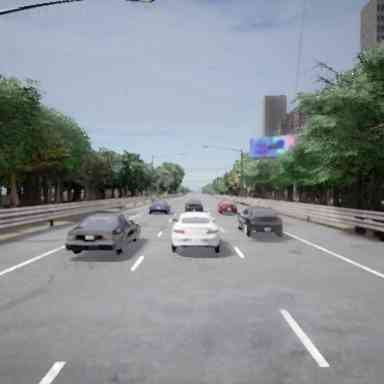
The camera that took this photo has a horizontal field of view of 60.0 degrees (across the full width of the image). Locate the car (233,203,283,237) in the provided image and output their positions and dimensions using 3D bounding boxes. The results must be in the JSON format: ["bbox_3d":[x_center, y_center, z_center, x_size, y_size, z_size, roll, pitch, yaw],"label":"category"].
[{"bbox_3d":[3.657,1.548,18.433,1.837,1.490,4.892,0,0,0],"label":"car"}]

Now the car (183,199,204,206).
[{"bbox_3d":[0.209,1.508,34.463,1.837,1.490,4.892,0,0,0],"label":"car"}]

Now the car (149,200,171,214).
[{"bbox_3d":[-3.293,1.538,34.835,1.994,1.385,4.181,0,0,0],"label":"car"}]

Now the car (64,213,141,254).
[{"bbox_3d":[-3.361,1.540,13.449,2.033,1.411,5.357,0,0,0],"label":"car"}]

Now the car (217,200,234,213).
[{"bbox_3d":[3.709,1.556,35.380,1.812,1.442,4.674,0,0,0],"label":"car"}]

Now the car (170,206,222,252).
[{"bbox_3d":[0.142,1.546,13.897,1.812,1.442,4.674,0,0,0],"label":"car"}]
